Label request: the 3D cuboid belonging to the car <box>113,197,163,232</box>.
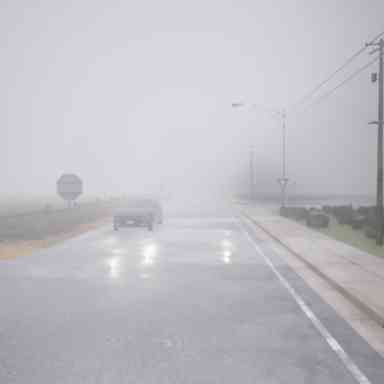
[{"bbox_3d":[-2.677,1.036,17.418,1.882,1.535,5.008,0,1,3],"label":"car"}]
